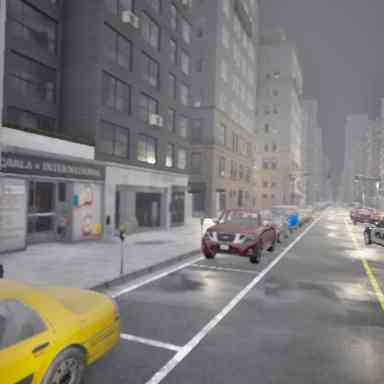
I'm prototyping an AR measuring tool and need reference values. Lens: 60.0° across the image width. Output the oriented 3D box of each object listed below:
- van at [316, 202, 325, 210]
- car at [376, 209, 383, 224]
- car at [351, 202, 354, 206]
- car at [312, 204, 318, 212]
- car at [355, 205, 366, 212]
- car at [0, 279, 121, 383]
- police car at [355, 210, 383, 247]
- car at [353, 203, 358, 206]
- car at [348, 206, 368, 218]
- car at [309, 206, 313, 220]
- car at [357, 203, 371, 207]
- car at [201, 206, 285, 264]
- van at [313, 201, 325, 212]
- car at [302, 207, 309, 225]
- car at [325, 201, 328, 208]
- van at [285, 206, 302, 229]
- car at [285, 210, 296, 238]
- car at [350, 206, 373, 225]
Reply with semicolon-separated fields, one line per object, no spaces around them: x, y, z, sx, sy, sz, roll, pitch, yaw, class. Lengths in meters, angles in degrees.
30.757;3.276;79.587;1.690;1.788;3.998;1;-1;23;van
21.207;2.640;36.038;1.752;1.417;4.829;1;-1;23;car
40.795;3.800;81.337;2.008;1.369;4.403;2;-1;23;car
13.310;2.470;39.252;2.008;1.369;4.403;1;-1;23;car
38.578;3.692;76.211;1.947;1.339;4.313;1;-1;23;car
-2.500;1.488;2.688;1.752;1.417;4.829;1;-1;23;car
9.809;1.935;15.704;1.930;1.638;5.238;2;-1;7;police car
36.369;3.315;71.089;2.192;1.841;5.009;1;-1;23;car
20.596;2.763;41.284;1.895;1.301;4.718;1;-1;24;car
10.995;2.309;33.896;1.752;1.417;4.829;1;-1;23;car
31.933;3.184;60.838;1.967;1.590;4.097;1;-1;23;car
2.072;1.558;13.249;2.192;1.841;5.009;1;-1;23;car
24.107;2.894;64.210;1.690;1.788;3.998;1;-1;23;van
8.745;2.176;28.694;1.752;1.417;4.829;1;-1;23;car
28.541;3.124;74.463;2.192;1.841;5.009;1;-1;23;car
6.568;1.860;23.651;1.690;1.788;3.998;1;-1;23;van
4.314;1.932;18.447;2.008;1.369;4.403;1;-1;23;car
16.774;2.464;32.490;1.812;1.442;4.674;1;-1;24;car
